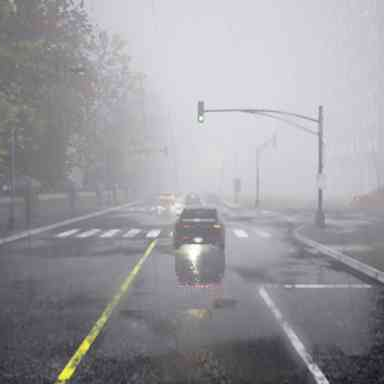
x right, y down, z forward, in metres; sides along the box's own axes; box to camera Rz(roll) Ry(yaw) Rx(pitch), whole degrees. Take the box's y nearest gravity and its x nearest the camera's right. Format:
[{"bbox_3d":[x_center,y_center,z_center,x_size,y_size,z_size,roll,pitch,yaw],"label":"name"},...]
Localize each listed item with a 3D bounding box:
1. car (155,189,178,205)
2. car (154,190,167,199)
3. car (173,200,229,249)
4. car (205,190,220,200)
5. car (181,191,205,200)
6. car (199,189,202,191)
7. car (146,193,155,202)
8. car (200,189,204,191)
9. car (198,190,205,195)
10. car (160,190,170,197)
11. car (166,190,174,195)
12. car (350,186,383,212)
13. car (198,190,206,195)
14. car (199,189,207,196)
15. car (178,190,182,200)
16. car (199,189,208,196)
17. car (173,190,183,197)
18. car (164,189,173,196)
[{"bbox_3d":[-3.097,0.771,41.510,1.882,1.535,5.008,0,1,0],"label":"car"},{"bbox_3d":[-5.697,0.432,59.859,1.967,1.590,4.097,0,1,0],"label":"car"},{"bbox_3d":[0.375,1.273,13.260,1.837,1.490,4.892,0,1,4],"label":"car"},{"bbox_3d":[2.685,0.835,42.966,1.947,1.339,4.313,0,1,0],"label":"car"},{"bbox_3d":[0.096,0.910,37.357,2.033,1.411,5.357,0,1,0],"label":"car"},{"bbox_3d":[2.682,0.355,71.125,1.887,1.381,4.507,0,1,0],"label":"car"},{"bbox_3d":[-5.696,0.758,48.597,1.802,1.307,4.206,0,1,0],"label":"car"},{"bbox_3d":[2.684,0.649,54.230,1.947,1.339,4.313,0,1,0],"label":"car"},{"bbox_3d":[2.678,0.007,93.651,2.008,1.369,4.403,0,1,0],"label":"car"},{"bbox_3d":[-5.698,0.338,70.954,1.752,1.417,4.829,0,1,0],"label":"car"},{"bbox_3d":[-5.701,0.089,88.018,1.887,1.381,4.507,0,1,0],"label":"car"},{"bbox_3d":[15.483,0.482,26.177,5.566,2.045,2.150,-2,1,0],"label":"car"},{"bbox_3d":[2.679,0.095,88.019,2.008,1.369,4.403,0,1,0],"label":"car"},{"bbox_3d":[2.681,0.073,82.386,1.967,1.590,4.097,0,1,0],"label":"car"},{"bbox_3d":[-3.057,0.516,57.857,2.128,1.511,4.902,0,1,1],"label":"car"},{"bbox_3d":[2.681,0.161,76.755,1.967,1.590,4.097,0,1,0],"label":"car"},{"bbox_3d":[-3.010,0.278,72.816,2.128,1.511,4.902,0,1,0],"label":"car"},{"bbox_3d":[-5.700,0.072,82.384,1.967,1.590,4.097,0,1,0],"label":"car"}]
